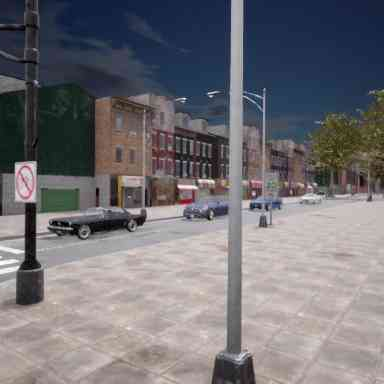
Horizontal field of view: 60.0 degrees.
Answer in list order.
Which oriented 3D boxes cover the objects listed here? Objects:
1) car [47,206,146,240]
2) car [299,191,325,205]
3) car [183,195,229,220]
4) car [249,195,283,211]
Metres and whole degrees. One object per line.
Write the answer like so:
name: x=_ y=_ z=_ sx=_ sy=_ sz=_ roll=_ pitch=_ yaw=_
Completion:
car: x=-4.503 y=1.408 z=16.245 sx=1.895 sy=1.301 sz=4.718 roll=1 pitch=1 yaw=35
car: x=15.890 y=0.901 z=44.655 sx=1.812 sy=1.442 sz=4.674 roll=1 pitch=1 yaw=36
car: x=1.324 y=1.024 z=24.401 sx=2.097 sy=1.767 sz=4.553 roll=1 pitch=1 yaw=36
car: x=7.399 y=1.019 z=32.903 sx=1.882 sy=1.535 sz=5.008 roll=1 pitch=1 yaw=36
